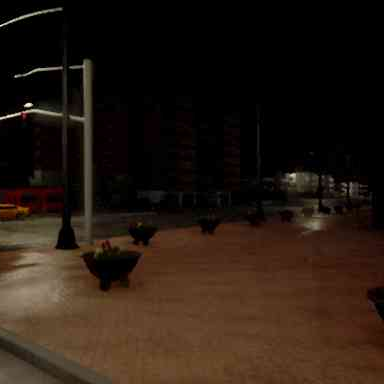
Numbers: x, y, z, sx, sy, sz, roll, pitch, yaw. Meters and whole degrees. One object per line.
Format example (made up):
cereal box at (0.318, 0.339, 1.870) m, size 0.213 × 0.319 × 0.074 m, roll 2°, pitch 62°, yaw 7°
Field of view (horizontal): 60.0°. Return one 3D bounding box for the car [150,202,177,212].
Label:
car at (-4.158, 2.211, 49.378) m, size 2.128 × 1.511 × 4.902 m, roll -1°, pitch -1°, yaw 35°

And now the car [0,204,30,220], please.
car at (-17.521, 1.875, 30.401) m, size 1.882 × 1.535 × 5.008 m, roll -1°, pitch -1°, yaw 35°
